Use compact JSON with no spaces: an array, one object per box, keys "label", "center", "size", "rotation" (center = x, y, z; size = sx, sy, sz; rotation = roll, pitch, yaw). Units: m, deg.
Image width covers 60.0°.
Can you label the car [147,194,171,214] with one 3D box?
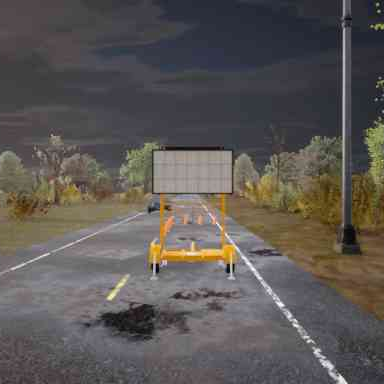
[{"label":"car","center":[-3.417,1.203,35.500],"size":[2.150,2.045,5.566],"rotation":[0,0,0]}]

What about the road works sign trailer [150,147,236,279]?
[{"label":"road works sign trailer","center":[0.025,0.464,9.977],"size":[2.380,3.560,2.880],"rotation":[0,0,0]}]
